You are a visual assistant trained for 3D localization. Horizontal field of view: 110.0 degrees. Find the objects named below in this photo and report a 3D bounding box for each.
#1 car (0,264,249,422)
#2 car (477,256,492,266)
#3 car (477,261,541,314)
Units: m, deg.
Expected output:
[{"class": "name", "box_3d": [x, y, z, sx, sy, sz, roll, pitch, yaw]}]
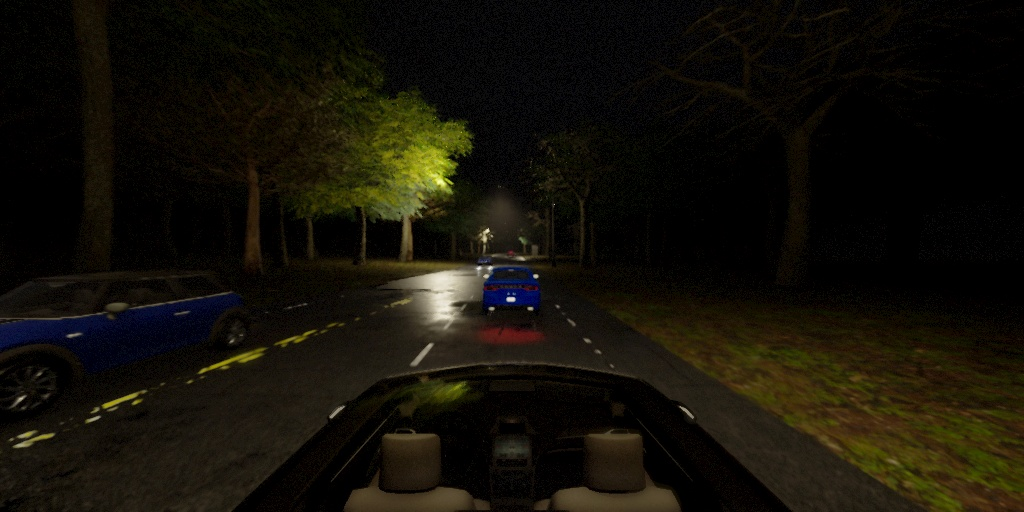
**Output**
[{"class": "car", "box_3d": [-6.742, 1.055, 5.731, 2.097, 1.767, 4.553, 0, 1, 3]}, {"class": "car", "box_3d": [-3.661, 0.689, 48.859, 1.812, 1.442, 4.674, 0, 1, 0]}, {"class": "car", "box_3d": [-0.034, 1.116, 13.139, 1.882, 1.535, 5.008, 0, 1, 0]}]
